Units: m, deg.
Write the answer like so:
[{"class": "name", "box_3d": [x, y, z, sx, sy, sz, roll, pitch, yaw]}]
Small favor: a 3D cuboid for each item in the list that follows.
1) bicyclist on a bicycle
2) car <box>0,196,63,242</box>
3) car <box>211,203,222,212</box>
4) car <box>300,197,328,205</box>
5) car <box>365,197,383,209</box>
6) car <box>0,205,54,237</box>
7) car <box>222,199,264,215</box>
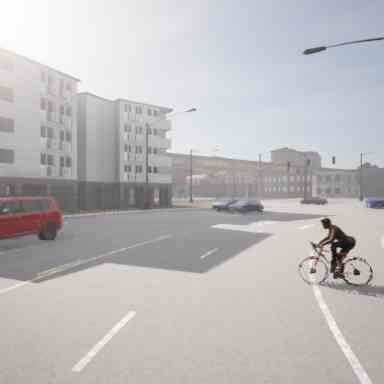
[{"class": "bicyclist on a bicycle", "box_3d": [3.394, 1.444, 7.941, 1.656, 1.620, 0.582, -1, 0, 17]}, {"class": "car", "box_3d": [-7.958, 1.219, 14.000, 2.150, 2.045, 5.566, 0, 0, 19]}, {"class": "car", "box_3d": [4.681, 1.542, 38.579, 5.357, 1.411, 2.033, 0, 0, -41]}, {"class": "car", "box_3d": [21.146, 1.518, 57.851, 1.812, 1.442, 4.674, 0, 0, -41]}, {"class": "car", "box_3d": [24.773, 1.451, 44.889, 1.882, 1.535, 5.008, 0, 0, 19]}, {"class": "car", "box_3d": [-10.260, 1.544, 17.864, 2.033, 1.411, 5.357, 0, 0, 22]}, {"class": "car", "box_3d": [5.637, 1.520, 34.694, 4.674, 1.442, 1.812, 0, 0, -43]}]
